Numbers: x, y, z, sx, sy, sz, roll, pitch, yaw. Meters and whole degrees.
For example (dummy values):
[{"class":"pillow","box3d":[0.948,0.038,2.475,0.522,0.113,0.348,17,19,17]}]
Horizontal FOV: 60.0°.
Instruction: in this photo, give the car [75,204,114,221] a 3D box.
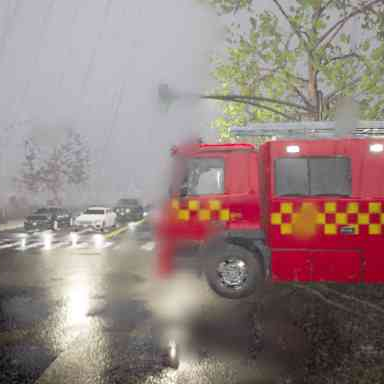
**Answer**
[{"class":"car","box3d":[-9.337,1.925,32.404,2.033,1.411,5.357,0,-1,2]}]

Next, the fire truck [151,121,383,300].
[{"class":"fire truck","box3d":[3.521,0.350,8.215,8.468,3.827,2.891,0,0,4]}]

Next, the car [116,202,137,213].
[{"class":"car","box3d":[-9.006,2.129,46.214,1.994,1.385,4.181,0,-1,2]}]

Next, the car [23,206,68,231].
[{"class":"car","box3d":[-9.601,1.747,22.656,1.837,1.490,4.892,0,-1,-1]}]

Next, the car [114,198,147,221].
[{"class":"car","box3d":[-6.095,1.602,32.176,2.150,2.045,5.566,0,0,1]}]

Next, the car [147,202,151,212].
[{"class":"car","box3d":[-5.735,2.151,47.038,1.994,1.385,4.181,0,-1,1]}]

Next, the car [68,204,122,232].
[{"class":"car","box3d":[-6.333,1.773,22.287,1.812,1.442,4.674,0,-1,2]}]
